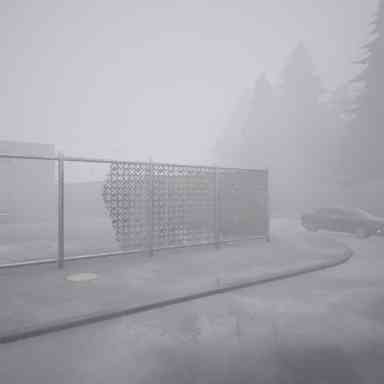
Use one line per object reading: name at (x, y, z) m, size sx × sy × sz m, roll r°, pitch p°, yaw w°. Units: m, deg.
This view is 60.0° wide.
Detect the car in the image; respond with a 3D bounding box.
car at (8.044, 1.505, 17.509) m, size 1.837 × 1.490 × 4.892 m, roll 0°, pitch 0°, yaw -32°

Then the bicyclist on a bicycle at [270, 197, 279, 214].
bicyclist on a bicycle at (7.911, 1.349, 32.441) m, size 1.656 × 1.620 × 0.582 m, roll 0°, pitch 0°, yaw -36°
